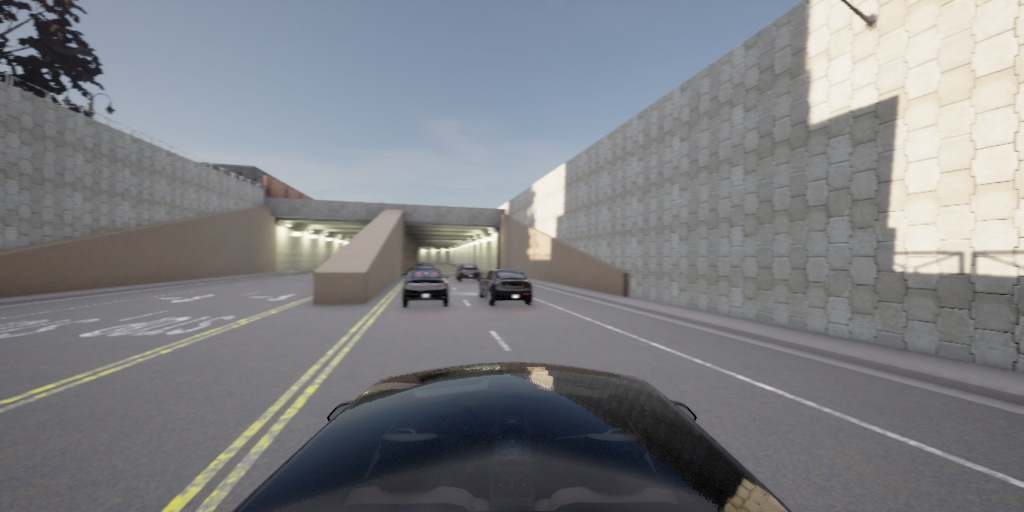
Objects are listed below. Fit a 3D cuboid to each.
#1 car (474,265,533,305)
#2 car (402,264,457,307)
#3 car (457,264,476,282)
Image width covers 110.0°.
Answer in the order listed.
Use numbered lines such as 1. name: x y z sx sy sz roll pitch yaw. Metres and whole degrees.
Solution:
1. car: -0.406 1.361 16.739 1.837 1.490 4.892 1 0 -13
2. car: -3.806 1.297 15.909 2.128 1.511 4.902 1 0 -13
3. car: -3.867 1.407 31.309 2.128 1.511 4.902 1 0 -13
